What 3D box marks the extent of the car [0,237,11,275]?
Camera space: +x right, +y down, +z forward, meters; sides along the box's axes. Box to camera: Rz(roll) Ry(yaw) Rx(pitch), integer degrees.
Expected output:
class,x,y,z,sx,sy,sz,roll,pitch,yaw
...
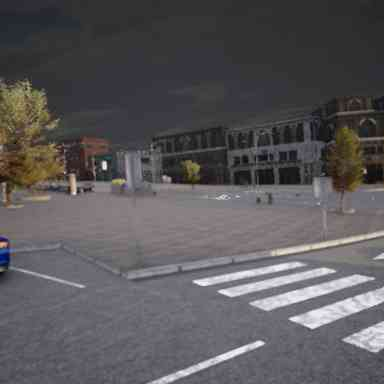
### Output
class,x,y,z,sx,sy,sz,roll,pitch,yaw
car,-6.916,1.501,9.116,5.008,1.535,2.097,-1,0,36

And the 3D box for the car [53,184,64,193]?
class,x,y,z,sx,sy,sz,roll,pitch,yaw
car,-19.695,-0.776,54.440,2.231,1.521,4.892,1,6,16

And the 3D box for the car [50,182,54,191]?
class,x,y,z,sx,sy,sz,roll,pitch,yaw
car,-22.112,-0.863,56.145,2.002,1.452,4.674,0,6,16

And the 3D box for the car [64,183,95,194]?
class,x,y,z,sx,sy,sz,roll,pitch,yaw
car,-17.314,-0.614,52.678,2.163,1.488,4.792,1,6,17

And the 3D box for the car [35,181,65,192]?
class,x,y,z,sx,sy,sz,roll,pitch,yaw
car,-24.528,-1.027,57.829,2.097,1.535,5.008,1,6,15
